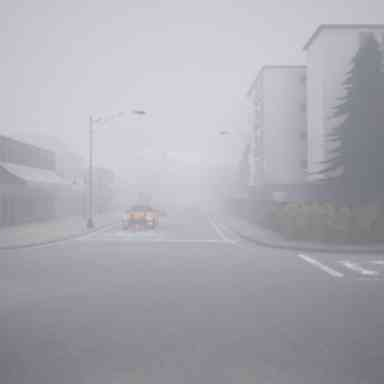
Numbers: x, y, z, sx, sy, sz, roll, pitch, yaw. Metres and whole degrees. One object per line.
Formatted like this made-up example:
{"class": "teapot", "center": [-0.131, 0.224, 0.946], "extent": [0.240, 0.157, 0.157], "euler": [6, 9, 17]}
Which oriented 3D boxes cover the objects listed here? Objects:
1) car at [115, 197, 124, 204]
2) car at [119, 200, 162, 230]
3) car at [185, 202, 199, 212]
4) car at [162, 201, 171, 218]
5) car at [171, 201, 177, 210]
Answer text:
{"class": "car", "center": [-18.968, 2.649, 89.341], "extent": [2.007, 1.523, 4.514], "euler": [0, -1, 0]}
{"class": "car", "center": [-3.577, 1.663, 23.830], "extent": [2.097, 1.767, 4.553], "euler": [0, -1, -1]}
{"class": "car", "center": [0.077, 2.144, 47.550], "extent": [1.812, 1.442, 4.674], "euler": [0, -1, 0]}
{"class": "car", "center": [-3.616, 1.997, 36.225], "extent": [1.812, 1.442, 4.674], "euler": [0, -1, 0]}
{"class": "car", "center": [-3.531, 2.244, 54.980], "extent": [1.812, 1.442, 4.674], "euler": [0, -1, 0]}
